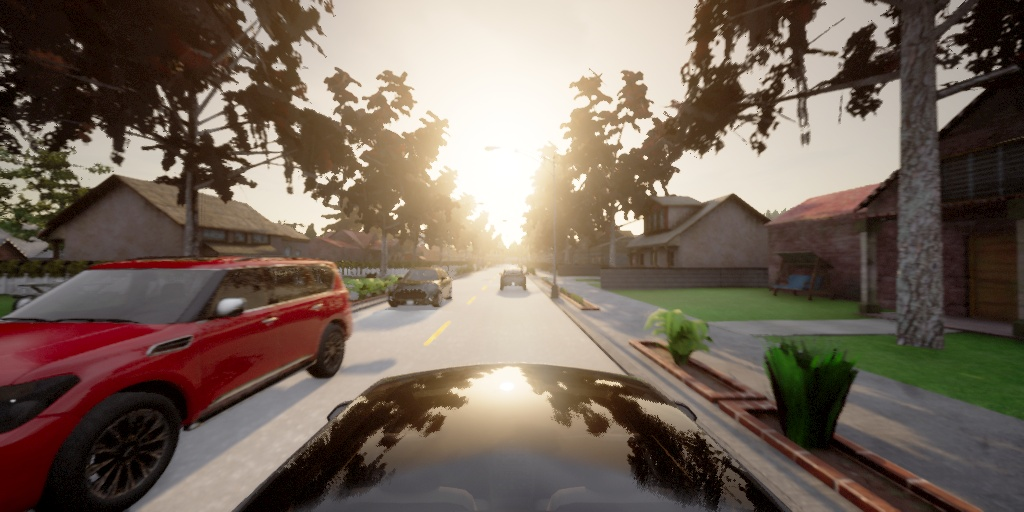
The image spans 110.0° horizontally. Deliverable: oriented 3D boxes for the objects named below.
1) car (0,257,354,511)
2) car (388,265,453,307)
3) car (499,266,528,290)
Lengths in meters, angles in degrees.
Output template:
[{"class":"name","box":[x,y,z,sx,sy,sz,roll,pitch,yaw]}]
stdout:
[{"class":"car","box":[-4.098,1.014,4.633,2.150,2.045,5.566,0,-1,0]},{"class":"car","box":[-4.091,1.320,16.666,2.097,1.767,4.553,0,-1,0]},{"class":"car","box":[0.090,1.616,26.383,1.837,1.490,4.892,0,0,0]}]
